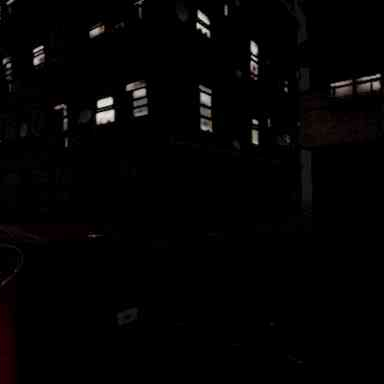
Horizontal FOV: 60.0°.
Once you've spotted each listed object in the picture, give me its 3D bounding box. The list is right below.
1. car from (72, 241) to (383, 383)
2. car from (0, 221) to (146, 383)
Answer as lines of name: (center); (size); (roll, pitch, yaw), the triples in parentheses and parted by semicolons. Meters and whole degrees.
car: (1.941, 1.309, 1.506); (5.009, 1.841, 2.192); (-1, -1, 36)
car: (-2.593, 1.352, 4.741); (5.009, 1.841, 2.192); (-1, -1, 36)
